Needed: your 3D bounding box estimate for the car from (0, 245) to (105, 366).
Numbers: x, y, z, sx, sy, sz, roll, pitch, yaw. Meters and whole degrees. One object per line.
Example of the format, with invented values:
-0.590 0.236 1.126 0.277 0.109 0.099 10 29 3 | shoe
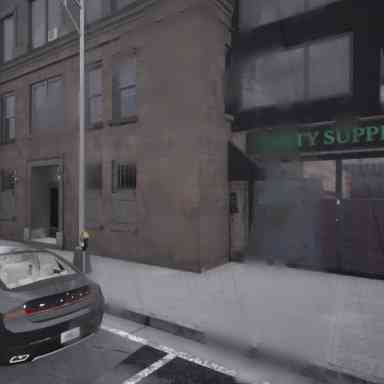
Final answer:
-3.297 1.551 5.428 4.403 1.369 2.008 0 0 35 | car
